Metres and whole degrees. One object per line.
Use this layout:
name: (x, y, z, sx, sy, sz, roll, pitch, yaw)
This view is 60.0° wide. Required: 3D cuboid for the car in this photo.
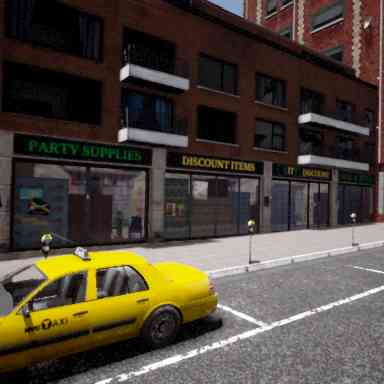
car: (-1.844, 1.526, 4.755, 4.829, 1.417, 1.752, 0, 2, -35)
